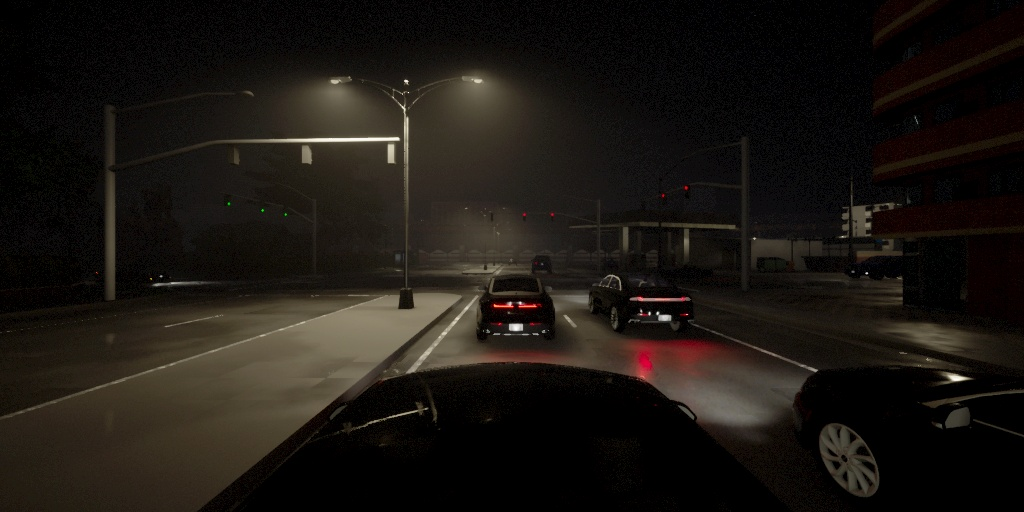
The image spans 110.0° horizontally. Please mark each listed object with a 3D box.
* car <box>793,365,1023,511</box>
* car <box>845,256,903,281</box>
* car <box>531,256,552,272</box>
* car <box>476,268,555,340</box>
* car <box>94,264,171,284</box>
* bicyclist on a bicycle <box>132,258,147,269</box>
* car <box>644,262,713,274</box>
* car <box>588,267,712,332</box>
[{"bbox_3d":[3.600,1.255,1.430,1.837,1.490,4.892,0,0,0],"label":"car"},{"bbox_3d":[31.293,0.974,30.025,5.566,2.045,2.150,0,0,-1],"label":"car"},{"bbox_3d":[3.454,0.971,41.634,2.150,2.045,5.566,0,0,4],"label":"car"},{"bbox_3d":[0.100,1.255,9.984,1.837,1.490,4.892,0,0,0],"label":"car"},{"bbox_3d":[-27.749,1.314,26.308,4.181,1.385,1.994,0,0,0],"label":"car"},{"bbox_3d":[-38.211,1.053,36.732,0.582,1.620,1.656,0,0,0],"label":"bicyclist on a bicycle"},{"bbox_3d":[13.891,1.351,29.797,4.718,1.301,1.895,0,0,-1],"label":"car"},{"bbox_3d":[3.607,1.242,10.838,2.128,1.511,4.902,0,0,0],"label":"car"}]
